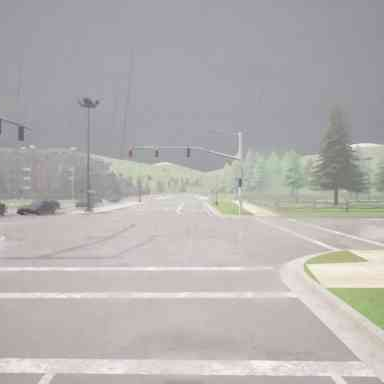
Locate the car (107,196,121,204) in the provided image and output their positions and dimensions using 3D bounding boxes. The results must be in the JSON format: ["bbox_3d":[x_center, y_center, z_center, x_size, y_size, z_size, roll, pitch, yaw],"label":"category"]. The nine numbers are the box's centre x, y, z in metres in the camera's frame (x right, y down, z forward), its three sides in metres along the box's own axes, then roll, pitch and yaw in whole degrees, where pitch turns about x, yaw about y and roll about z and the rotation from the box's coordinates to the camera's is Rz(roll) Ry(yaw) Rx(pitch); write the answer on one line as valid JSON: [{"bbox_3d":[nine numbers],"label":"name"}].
[{"bbox_3d":[-14.923,1.443,63.650,1.812,1.442,4.674,0,0,0],"label":"car"}]

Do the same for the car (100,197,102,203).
[{"bbox_3d":[-18.429,1.493,63.126,2.128,1.511,4.902,0,0,0],"label":"car"}]

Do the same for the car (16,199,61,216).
[{"bbox_3d":[-15.052,1.547,32.678,2.033,1.411,5.357,0,0,0],"label":"car"}]

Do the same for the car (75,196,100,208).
[{"bbox_3d":[-15.023,1.503,47.163,1.837,1.490,4.892,0,0,0],"label":"car"}]

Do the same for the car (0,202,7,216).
[{"bbox_3d":[-18.558,1.492,29.701,2.128,1.511,4.902,0,0,0],"label":"car"}]

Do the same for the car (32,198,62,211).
[{"bbox_3d":[-18.539,1.562,42.705,1.994,1.385,4.181,0,0,0],"label":"car"}]
